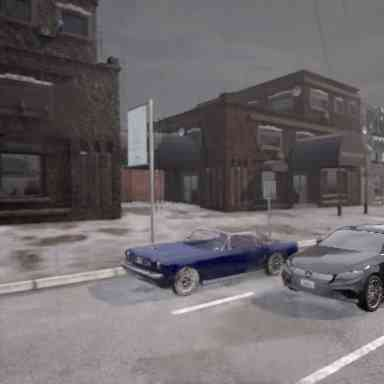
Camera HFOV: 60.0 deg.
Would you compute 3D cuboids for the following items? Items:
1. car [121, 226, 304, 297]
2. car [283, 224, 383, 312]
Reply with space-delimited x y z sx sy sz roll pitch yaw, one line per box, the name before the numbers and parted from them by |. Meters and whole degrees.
car | 0.615 1.600 8.723 4.718 1.301 1.895 0 0 -36
car | 4.129 1.523 7.844 4.674 1.442 1.812 0 0 -36
